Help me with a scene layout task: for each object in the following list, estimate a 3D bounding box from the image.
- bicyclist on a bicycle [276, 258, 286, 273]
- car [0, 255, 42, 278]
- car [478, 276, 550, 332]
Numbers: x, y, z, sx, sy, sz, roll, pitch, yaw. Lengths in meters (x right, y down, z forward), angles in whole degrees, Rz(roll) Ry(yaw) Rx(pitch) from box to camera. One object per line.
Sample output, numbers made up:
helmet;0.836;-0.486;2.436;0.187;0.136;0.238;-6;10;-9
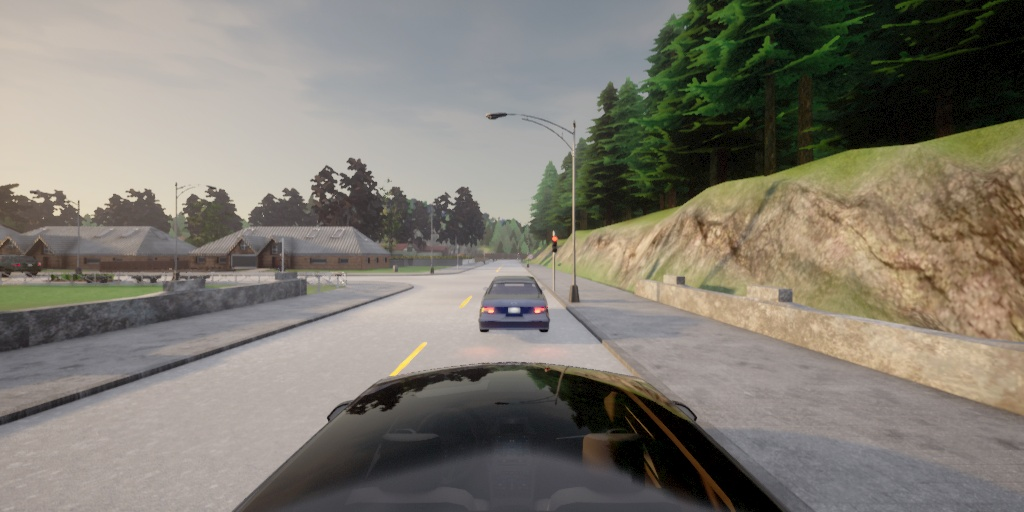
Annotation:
bicyclist on a bicycle;-24.157;1.081;37.533;0.582;1.620;1.656;0;0;0
car;-47.370;0.956;33.287;5.566;2.045;2.150;0;0;1
car;0.064;1.293;10.749;2.033;1.411;5.357;0;0;0
